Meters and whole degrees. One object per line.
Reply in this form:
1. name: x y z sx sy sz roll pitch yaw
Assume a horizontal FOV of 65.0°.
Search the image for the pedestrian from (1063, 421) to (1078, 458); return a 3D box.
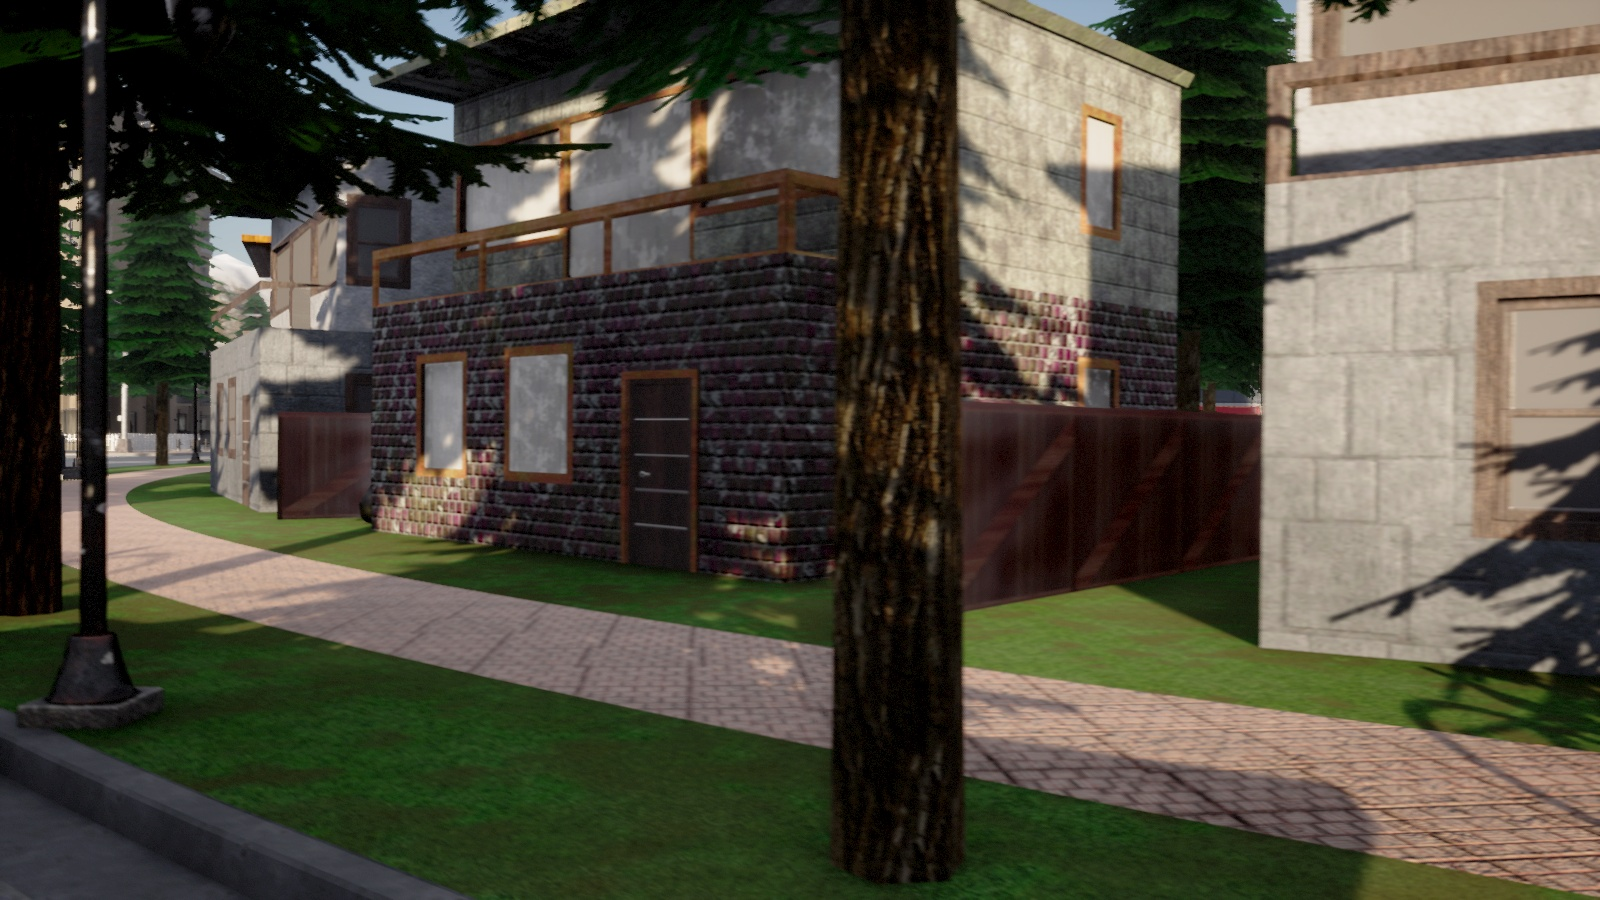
1. pedestrian: 13.789 -0.537 64.004 0.634 1.846 0.331 -1 1 -2
